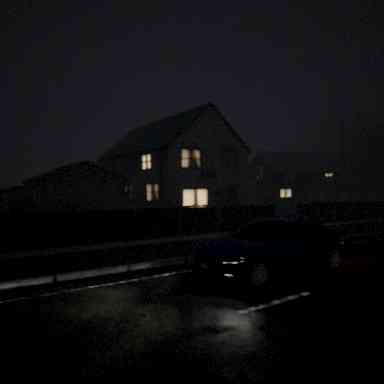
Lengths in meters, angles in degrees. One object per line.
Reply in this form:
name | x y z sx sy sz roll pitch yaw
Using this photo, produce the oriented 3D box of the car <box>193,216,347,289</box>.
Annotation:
car | 2.318 1.481 9.336 5.008 1.535 1.882 0 0 -36
